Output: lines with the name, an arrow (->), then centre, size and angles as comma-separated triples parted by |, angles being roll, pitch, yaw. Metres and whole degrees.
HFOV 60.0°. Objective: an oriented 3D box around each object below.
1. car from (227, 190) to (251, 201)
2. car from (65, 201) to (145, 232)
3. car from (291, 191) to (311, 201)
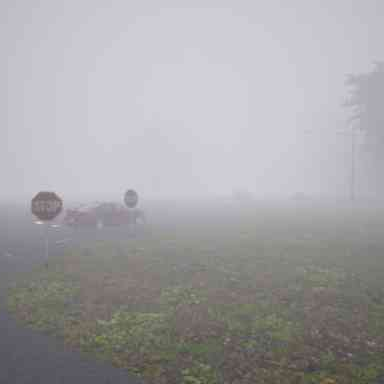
car -> 6.751, 0.502, 47.666 | 2.128, 1.511, 4.902 | 2, 3, 36
car -> -4.893, 1.292, 19.440 | 1.882, 1.535, 5.008 | 2, 3, 36
car -> 15.992, 0.612, 48.670 | 1.994, 1.385, 4.181 | 2, 2, 34
